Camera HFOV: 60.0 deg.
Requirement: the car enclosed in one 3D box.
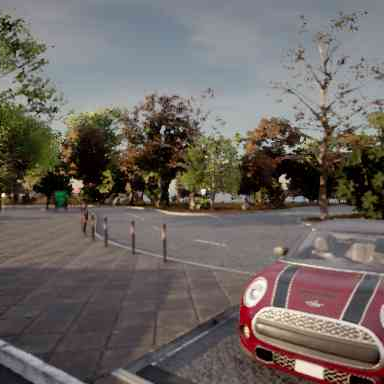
[{"bbox_3d":[2.537,1.298,5.396,2.185,1.767,4.553,0,0,35],"label":"car"}]
